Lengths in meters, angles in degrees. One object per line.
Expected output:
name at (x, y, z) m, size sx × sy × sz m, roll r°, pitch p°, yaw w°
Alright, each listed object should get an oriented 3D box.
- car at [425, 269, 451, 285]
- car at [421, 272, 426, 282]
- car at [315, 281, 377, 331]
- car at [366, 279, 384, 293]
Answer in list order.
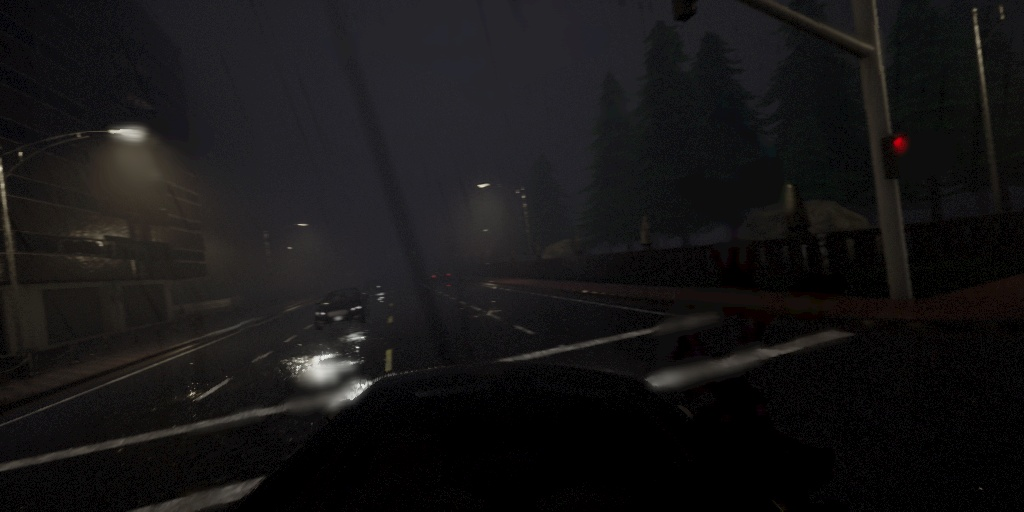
car at (-8.464, 2.272, 41.630) m, size 2.097 × 1.767 × 4.553 m, roll -7°, pitch 0°, yaw -18°
car at (-12.153, 2.897, 52.685) m, size 2.128 × 1.511 × 4.902 m, roll -7°, pitch 0°, yaw -18°
car at (-7.394, 2.204, 15.929) m, size 2.128 × 1.511 × 4.902 m, roll -7°, pitch 0°, yaw -19°
car at (-14.683, 3.175, 38.000) m, size 1.837 × 1.490 × 4.892 m, roll -7°, pitch -1°, yaw -18°
